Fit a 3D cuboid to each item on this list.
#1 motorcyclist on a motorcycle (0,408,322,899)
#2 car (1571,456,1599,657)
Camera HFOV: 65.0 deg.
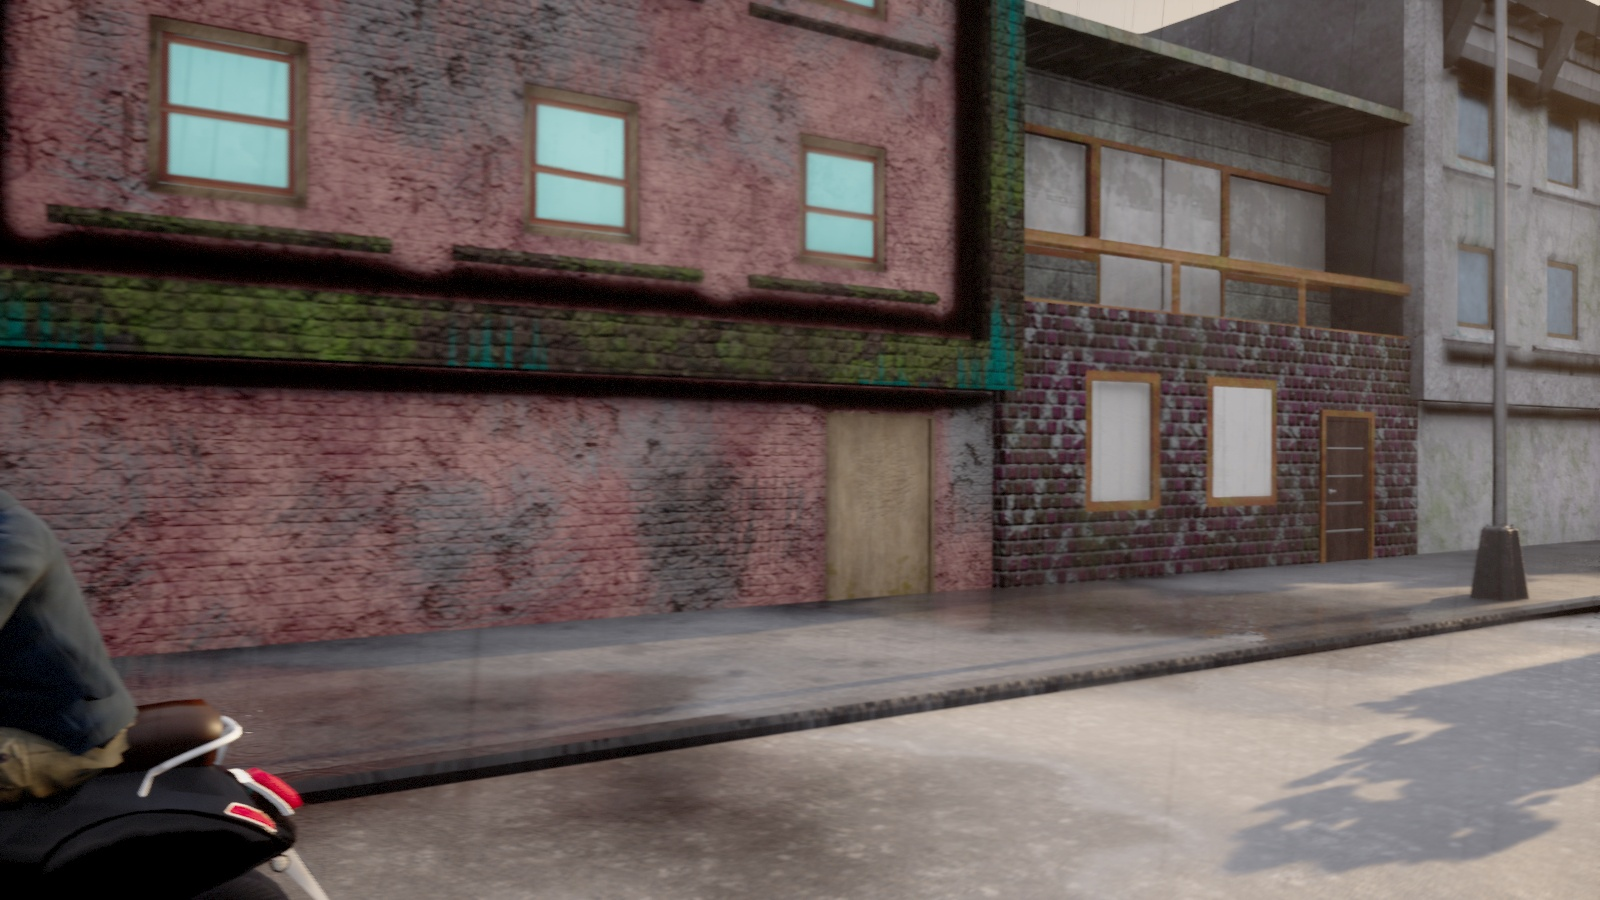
[{"bbox_3d":[-2.120,0.709,2.795,1.817,1.590,0.866,0,0,-35],"label":"motorcyclist on a motorcycle"},{"bbox_3d":[8.009,0.785,9.851,4.193,1.474,1.816,0,0,-35],"label":"car"}]
